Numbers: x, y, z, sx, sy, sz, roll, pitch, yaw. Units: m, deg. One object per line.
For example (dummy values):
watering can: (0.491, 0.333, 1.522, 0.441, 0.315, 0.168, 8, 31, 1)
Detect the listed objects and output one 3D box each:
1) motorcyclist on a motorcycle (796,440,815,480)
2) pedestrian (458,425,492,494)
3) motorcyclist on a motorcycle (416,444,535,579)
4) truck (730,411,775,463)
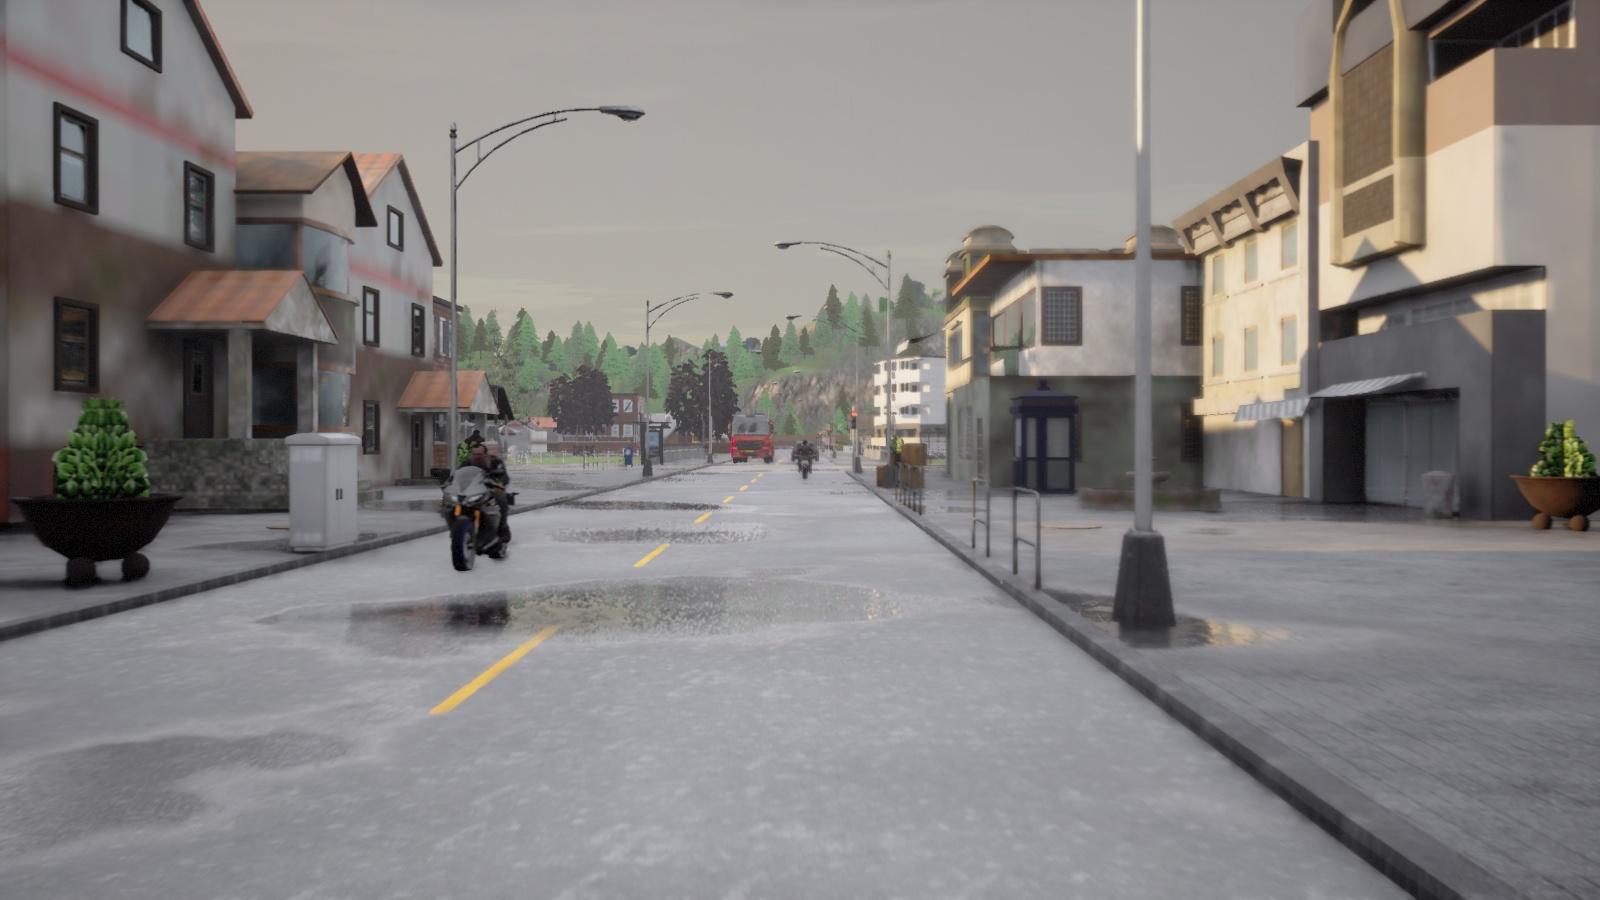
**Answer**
motorcyclist on a motorcycle: (0.229, 0.399, 52.751, 0.766, 1.649, 2.350, 0, 0, 1)
pedestrian: (-8.835, 0.255, 34.180, 0.634, 1.844, 0.899, 0, 0, 5)
motorcyclist on a motorcycle: (-3.919, 0.692, 15.357, 0.866, 1.530, 2.191, 0, 0, 1)
truck: (-3.544, -0.963, 95.943, 2.891, 3.827, 8.468, 0, 0, 2)
